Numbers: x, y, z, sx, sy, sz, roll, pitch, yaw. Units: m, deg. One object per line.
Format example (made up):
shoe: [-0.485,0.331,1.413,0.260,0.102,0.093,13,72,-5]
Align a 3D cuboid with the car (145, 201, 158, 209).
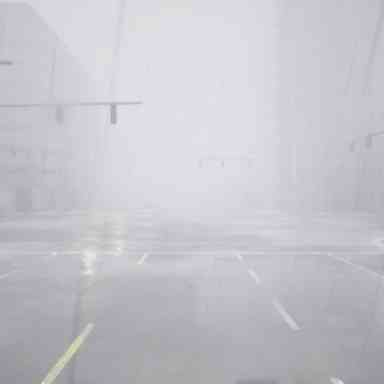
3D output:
car: [-7.003,2.194,57.953,2.033,1.411,5.357,0,-1,0]
